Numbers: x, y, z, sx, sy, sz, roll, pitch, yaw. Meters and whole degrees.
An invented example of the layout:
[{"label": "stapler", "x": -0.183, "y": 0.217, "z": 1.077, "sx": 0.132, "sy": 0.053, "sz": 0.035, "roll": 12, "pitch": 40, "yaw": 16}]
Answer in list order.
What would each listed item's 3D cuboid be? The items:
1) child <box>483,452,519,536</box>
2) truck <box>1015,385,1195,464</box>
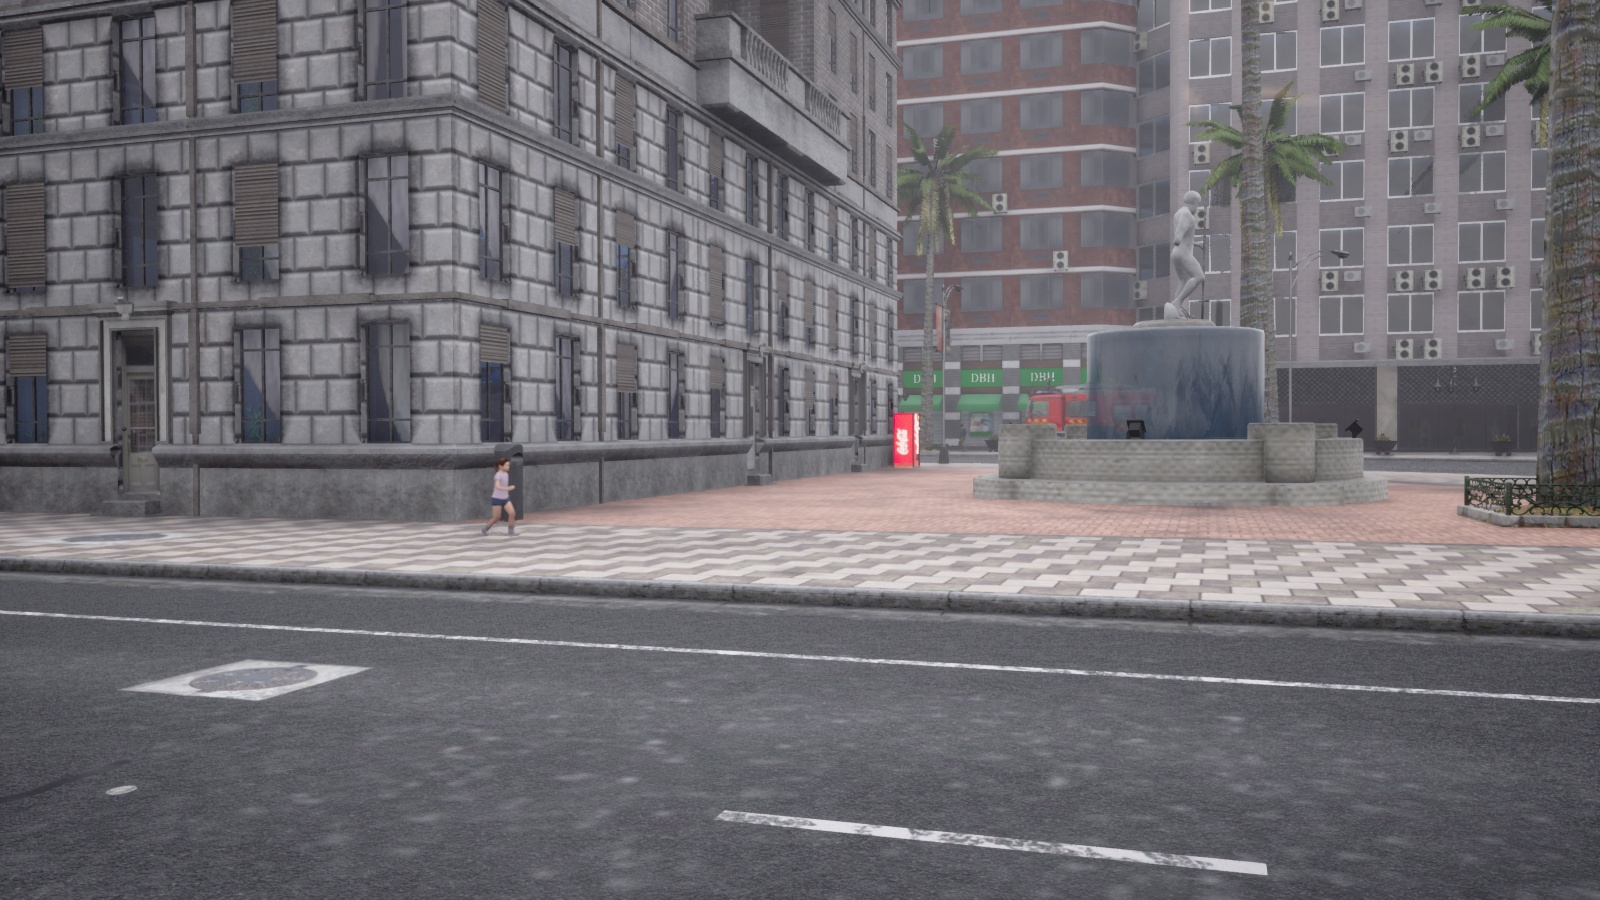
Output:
[{"label": "child", "x": -3.989, "y": 0.580, "z": 16.744, "sx": 0.394, "sy": 1.110, "sz": 0.255, "roll": 1, "pitch": 1, "yaw": 26}, {"label": "truck", "x": 15.564, "y": -1.313, "z": 64.506, "sx": 8.468, "sy": 3.827, "sz": 2.891, "roll": 1, "pitch": 1, "yaw": 35}]
